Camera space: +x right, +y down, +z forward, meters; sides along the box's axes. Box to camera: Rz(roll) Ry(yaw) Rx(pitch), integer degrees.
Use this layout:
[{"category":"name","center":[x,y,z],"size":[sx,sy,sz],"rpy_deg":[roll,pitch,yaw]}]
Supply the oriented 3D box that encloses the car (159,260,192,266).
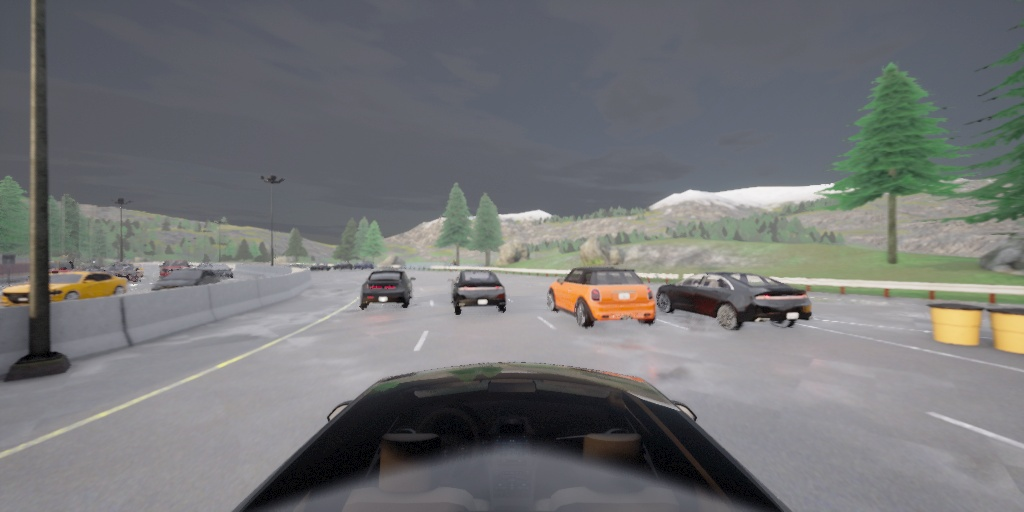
[{"category":"car","center":[-33.741,1.399,35.978],"size":[2.150,2.045,5.566],"rpy_deg":[0,-1,-44]}]

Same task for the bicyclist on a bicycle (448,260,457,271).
[{"category":"bicyclist on a bicycle","center":[-8.648,1.343,52.819],"size":[0.582,1.620,1.656],"rpy_deg":[1,-21,46]}]

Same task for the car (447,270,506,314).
[{"category":"car","center":[-1.460,1.300,14.164],"size":[2.128,1.511,4.902],"rpy_deg":[0,0,-12]}]

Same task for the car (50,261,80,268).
[{"category":"car","center":[-36.984,1.400,29.258],"size":[2.150,2.045,5.566],"rpy_deg":[0,0,-44]}]

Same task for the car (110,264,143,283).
[{"category":"car","center":[-34.337,1.516,31.533],"size":[2.097,1.767,4.553],"rpy_deg":[0,0,-43]}]

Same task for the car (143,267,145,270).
[{"category":"car","center":[-45.799,1.784,43.297],"size":[1.882,1.535,5.008],"rpy_deg":[0,0,-44]}]

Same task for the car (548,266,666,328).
[{"category":"car","center":[2.657,1.114,11.735],"size":[2.097,1.767,4.553],"rpy_deg":[-1,0,-10]}]

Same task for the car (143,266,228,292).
[{"category":"car","center":[-18.028,1.487,20.114],"size":[1.837,1.490,4.892],"rpy_deg":[1,-1,-24]}]

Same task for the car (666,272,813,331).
[{"category":"car","center":[6.328,1.222,10.967],"size":[2.128,1.511,4.902],"rpy_deg":[0,0,-9]}]

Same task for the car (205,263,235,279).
[{"category":"car","center":[-31.245,1.686,38.433],"size":[1.812,1.442,4.674],"rpy_deg":[0,0,-44]}]

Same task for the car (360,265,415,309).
[{"category":"car","center":[-5.405,1.355,15.778],"size":[1.837,1.490,4.892],"rpy_deg":[0,0,-14]}]

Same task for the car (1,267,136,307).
[{"category":"car","center":[-20.374,1.468,16.633],"size":[1.882,1.535,5.008],"rpy_deg":[0,0,-21]}]
